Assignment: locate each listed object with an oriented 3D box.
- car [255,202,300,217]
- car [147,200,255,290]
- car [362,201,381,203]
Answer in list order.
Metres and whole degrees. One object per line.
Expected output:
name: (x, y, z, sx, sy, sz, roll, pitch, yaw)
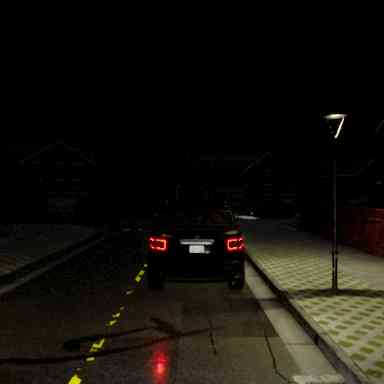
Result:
car: (8.118, 1.652, 32.310, 5.357, 1.411, 2.033, 1, 0, -21)
car: (0.080, 1.220, 9.229, 2.150, 2.045, 5.566, 0, 0, 0)
car: (19.683, 1.722, 36.565, 4.902, 1.511, 2.128, 1, 0, -20)
